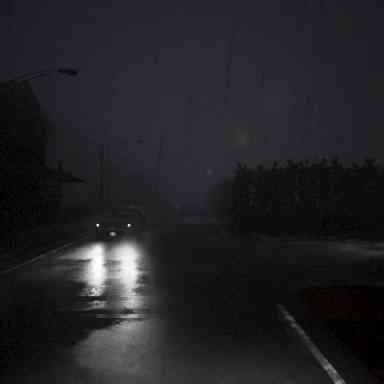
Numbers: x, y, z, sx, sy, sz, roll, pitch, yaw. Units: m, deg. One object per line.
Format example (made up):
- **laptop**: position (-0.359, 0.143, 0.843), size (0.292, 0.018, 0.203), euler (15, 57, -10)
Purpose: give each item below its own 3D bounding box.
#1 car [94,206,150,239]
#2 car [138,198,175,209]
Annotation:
- **car**: position (-3.615, 1.615, 17.448), size (1.895, 1.301, 4.718), euler (0, 0, 0)
- **car**: position (-5.056, 1.576, 46.892), size (5.357, 1.411, 2.033), euler (0, 0, 27)
